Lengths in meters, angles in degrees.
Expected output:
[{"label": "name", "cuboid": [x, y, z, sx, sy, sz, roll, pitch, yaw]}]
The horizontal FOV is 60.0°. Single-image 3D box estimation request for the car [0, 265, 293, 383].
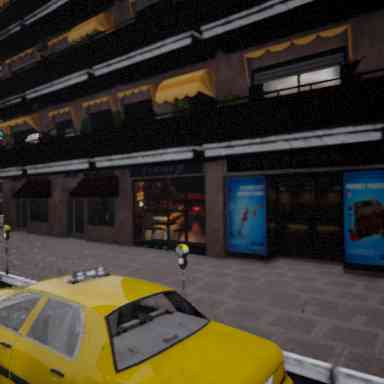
[{"label": "car", "cuboid": [-1.371, 1.538, 3.868, 4.829, 1.417, 1.752, 0, -1, 36]}]
